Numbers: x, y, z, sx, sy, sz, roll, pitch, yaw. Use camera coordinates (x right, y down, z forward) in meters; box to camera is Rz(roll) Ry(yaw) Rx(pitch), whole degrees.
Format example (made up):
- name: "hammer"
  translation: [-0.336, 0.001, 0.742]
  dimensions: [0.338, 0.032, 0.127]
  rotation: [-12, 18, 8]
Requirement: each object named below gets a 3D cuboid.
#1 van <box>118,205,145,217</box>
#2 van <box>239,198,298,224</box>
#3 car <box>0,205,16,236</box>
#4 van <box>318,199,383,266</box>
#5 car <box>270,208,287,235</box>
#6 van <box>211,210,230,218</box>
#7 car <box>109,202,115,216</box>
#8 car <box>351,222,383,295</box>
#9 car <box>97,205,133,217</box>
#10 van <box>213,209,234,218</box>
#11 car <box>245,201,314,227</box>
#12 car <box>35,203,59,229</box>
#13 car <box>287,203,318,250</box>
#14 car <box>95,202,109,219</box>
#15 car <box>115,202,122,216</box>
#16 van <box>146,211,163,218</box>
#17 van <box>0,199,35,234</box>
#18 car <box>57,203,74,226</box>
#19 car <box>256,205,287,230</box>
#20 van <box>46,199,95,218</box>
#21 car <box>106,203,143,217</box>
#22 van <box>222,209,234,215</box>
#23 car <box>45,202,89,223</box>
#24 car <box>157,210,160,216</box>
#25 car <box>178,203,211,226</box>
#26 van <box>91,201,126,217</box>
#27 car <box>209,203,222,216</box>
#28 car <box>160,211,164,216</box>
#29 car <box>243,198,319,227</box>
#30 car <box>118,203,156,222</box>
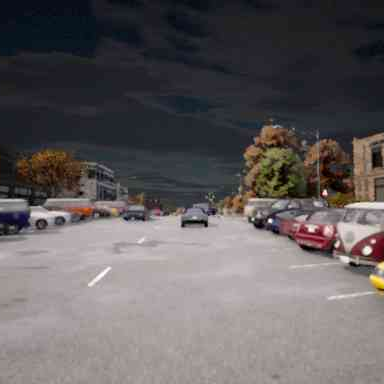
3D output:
- name: "van"
  translation: [-10.804, 3.445, 59.592]
  dimensions: [4.442, 1.987, 1.878]
  rotation: [1, -5, -19]
- name: "van"
  translation: [6.400, 1.567, 27.893]
  dimensions: [4.442, 1.987, 1.878]
  rotation: [1, -2, -19]
- name: "car"
  translation: [-11.386, 1.576, 15.642]
  dimensions: [5.008, 1.535, 2.097]
  rotation: [-1, -1, -20]
- name: "van"
  translation: [6.307, 1.312, 9.930]
  dimensions: [4.442, 1.987, 1.878]
  rotation: [1, 0, -20]
- name: "car"
  translation: [6.431, 1.639, 15.958]
  dimensions: [4.674, 1.452, 2.002]
  rotation: [1, -1, -20]
- name: "van"
  translation: [7.285, 5.688, 85.389]
  dimensions: [4.442, 1.987, 1.878]
  rotation: [3, -5, -19]
- name: "car"
  translation: [-11.236, 2.054, 36.155]
  dimensions: [4.892, 1.521, 2.231]
  rotation: [0, -2, -19]
- name: "car"
  translation: [6.232, 1.516, 6.912]
  dimensions: [5.366, 1.575, 1.946]
  rotation: [1, 0, -20]
- name: "car"
  translation: [-11.081, 2.714, 47.830]
  dimensions: [4.892, 1.521, 2.231]
  rotation: [1, -4, -19]
- name: "van"
  translation: [7.335, 4.929, 76.676]
  dimensions: [4.442, 1.987, 1.878]
  rotation: [3, -5, -19]
- name: "car"
  translation: [6.520, 1.609, 24.948]
  dimensions: [4.553, 1.767, 2.185]
  rotation: [1, -1, -19]
- name: "car"
  translation: [-11.352, 1.700, 21.510]
  dimensions: [4.674, 1.452, 2.002]
  rotation: [-1, -1, -20]
- name: "car"
  translation: [6.394, 1.441, 12.960]
  dimensions: [4.553, 1.767, 2.185]
  rotation: [1, -1, -20]
- name: "car"
  translation: [-11.266, 1.938, 33.231]
  dimensions: [5.008, 1.535, 2.097]
  rotation: [0, -2, -20]
- name: "car"
  translation: [-11.371, 2.185, 39.010]
  dimensions: [5.366, 1.575, 1.946]
  rotation: [0, -3, -19]
- name: "van"
  translation: [-10.420, 6.239, 91.645]
  dimensions: [4.442, 1.987, 1.878]
  rotation: [1, -5, -19]
- name: "van"
  translation: [-11.477, 1.391, 18.539]
  dimensions: [4.442, 1.987, 1.878]
  rotation: [-1, -1, -20]
- name: "car"
  translation: [-11.334, 1.750, 24.449]
  dimensions: [4.674, 1.452, 2.002]
  rotation: [0, -1, -20]
- name: "car"
  translation: [6.478, 1.668, 18.963]
  dimensions: [4.792, 1.488, 2.163]
  rotation: [1, -1, -20]
- name: "van"
  translation: [-11.398, 1.618, 30.269]
  dimensions: [4.442, 1.987, 1.878]
  rotation: [0, -1, -20]
- name: "car"
  translation: [-10.983, 2.916, 53.711]
  dimensions: [5.566, 2.045, 2.435]
  rotation: [1, -5, -19]
- name: "van"
  translation: [7.061, 4.664, 73.659]
  dimensions: [4.442, 1.987, 1.878]
  rotation: [2, -5, -19]
- name: "car"
  translation: [-11.281, 1.797, 27.382]
  dimensions: [4.792, 1.488, 2.163]
  rotation: [0, -1, -20]
- name: "car"
  translation: [-10.577, 5.181, 77.059]
  dimensions: [4.892, 1.521, 2.231]
  rotation: [1, -5, -19]
- name: "car"
  translation: [0.200, 1.812, 25.357]
  dimensions: [1.994, 1.385, 4.181]
  rotation: [0, -1, 0]
- name: "van"
  translation: [-11.240, 2.293, 44.890]
  dimensions: [4.442, 1.987, 1.878]
  rotation: [0, -3, -19]
- name: "car"
  translation: [1.845, 2.220, 42.159]
  dimensions: [2.097, 1.767, 4.553]
  rotation: [-1, -3, 21]
- name: "car"
  translation: [-10.503, 5.439, 82.912]
  dimensions: [5.566, 2.045, 2.435]
  rotation: [1, -5, -19]
- name: "car"
  translation: [6.450, 1.432, 21.930]
  dimensions: [5.566, 2.045, 2.435]
  rotation: [1, -1, -20]
- name: "car"
  translation: [-4.907, 1.920, 30.529]
  dimensions: [2.033, 1.411, 5.357]
  rotation: [0, -2, 1]
